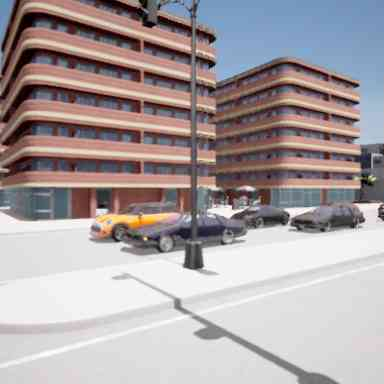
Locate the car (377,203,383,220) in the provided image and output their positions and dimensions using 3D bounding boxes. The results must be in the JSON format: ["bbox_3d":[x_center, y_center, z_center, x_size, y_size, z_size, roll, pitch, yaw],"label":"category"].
[{"bbox_3d":[16.323,1.442,25.434,5.357,1.411,2.033,0,0,-35],"label":"car"}]

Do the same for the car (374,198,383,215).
[{"bbox_3d":[20.087,1.359,32.378,4.902,1.511,2.128,0,0,-35],"label":"car"}]

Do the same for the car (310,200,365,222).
[{"bbox_3d":[11.568,1.433,26.353,4.674,1.442,1.812,0,0,-35],"label":"car"}]

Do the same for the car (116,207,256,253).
[{"bbox_3d":[-0.087,1.518,13.750,5.357,1.411,2.033,0,0,-35],"label":"car"}]

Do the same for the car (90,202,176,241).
[{"bbox_3d":[-2.562,1.325,16.283,4.553,1.767,2.097,0,0,-35],"label":"car"}]

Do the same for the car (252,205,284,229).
[{"bbox_3d":[4.465,1.502,21.298,4.181,1.385,1.994,0,0,-36],"label":"car"}]

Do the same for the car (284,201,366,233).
[{"bbox_3d":[8.115,1.480,19.598,5.357,1.411,2.033,0,0,-35],"label":"car"}]
